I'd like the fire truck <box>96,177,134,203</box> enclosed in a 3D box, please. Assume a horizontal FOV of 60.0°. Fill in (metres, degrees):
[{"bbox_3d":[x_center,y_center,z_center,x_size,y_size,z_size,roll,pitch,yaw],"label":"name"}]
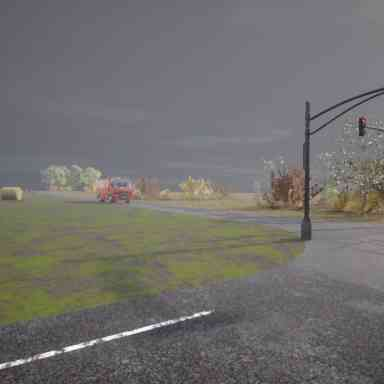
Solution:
[{"bbox_3d":[-11.765,-0.354,50.031,2.891,3.827,8.468,1,0,-32],"label":"fire truck"}]
